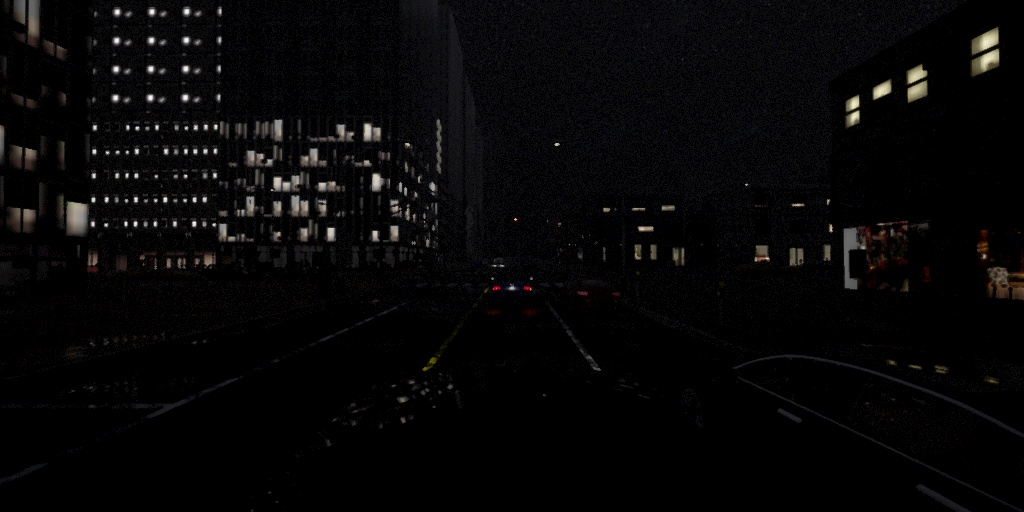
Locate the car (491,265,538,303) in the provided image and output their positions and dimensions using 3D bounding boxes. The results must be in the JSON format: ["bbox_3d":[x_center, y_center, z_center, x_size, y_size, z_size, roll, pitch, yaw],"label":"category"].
[{"bbox_3d":[0.000,1.316,16.502,2.033,1.411,5.357,0,0,0],"label":"car"}]

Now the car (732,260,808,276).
[{"bbox_3d":[20.690,0.995,29.159,4.829,1.417,1.751,0,0,1],"label":"car"}]

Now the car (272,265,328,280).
[{"bbox_3d":[-17.418,1.413,29.525,4.207,1.307,1.802,0,0,1],"label":"car"}]

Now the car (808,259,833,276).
[{"bbox_3d":[26.053,0.968,29.108,4.403,1.370,2.007,0,0,1],"label":"car"}]

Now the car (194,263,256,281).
[{"bbox_3d":[-23.102,1.326,29.579,4.097,1.591,1.967,0,0,1],"label":"car"}]

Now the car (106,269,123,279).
[{"bbox_3d":[-40.239,1.722,38.124,4.829,1.417,1.751,0,0,1],"label":"car"}]

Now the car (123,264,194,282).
[{"bbox_3d":[-28.615,1.466,29.632,4.829,1.417,1.751,0,0,1],"label":"car"}]

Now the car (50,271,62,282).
[{"bbox_3d":[-40.151,1.489,29.743,4.097,1.591,1.967,0,0,1],"label":"car"}]

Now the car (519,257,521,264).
[{"bbox_3d":[2.692,1.066,62.712,2.192,1.841,5.009,0,0,0],"label":"car"}]

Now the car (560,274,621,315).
[{"bbox_3d":[2.816,1.333,13.401,1.802,1.307,4.207,0,0,0],"label":"car"}]

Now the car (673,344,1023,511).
[{"bbox_3d":[2.692,1.299,2.449,2.007,1.370,4.403,0,0,0],"label":"car"}]

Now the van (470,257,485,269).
[{"bbox_3d":[-5.689,1.093,56.999,1.690,1.789,3.998,0,0,0],"label":"van"}]

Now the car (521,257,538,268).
[{"bbox_3d":[2.692,1.192,51.364,1.967,1.591,4.097,0,0,0],"label":"car"}]
